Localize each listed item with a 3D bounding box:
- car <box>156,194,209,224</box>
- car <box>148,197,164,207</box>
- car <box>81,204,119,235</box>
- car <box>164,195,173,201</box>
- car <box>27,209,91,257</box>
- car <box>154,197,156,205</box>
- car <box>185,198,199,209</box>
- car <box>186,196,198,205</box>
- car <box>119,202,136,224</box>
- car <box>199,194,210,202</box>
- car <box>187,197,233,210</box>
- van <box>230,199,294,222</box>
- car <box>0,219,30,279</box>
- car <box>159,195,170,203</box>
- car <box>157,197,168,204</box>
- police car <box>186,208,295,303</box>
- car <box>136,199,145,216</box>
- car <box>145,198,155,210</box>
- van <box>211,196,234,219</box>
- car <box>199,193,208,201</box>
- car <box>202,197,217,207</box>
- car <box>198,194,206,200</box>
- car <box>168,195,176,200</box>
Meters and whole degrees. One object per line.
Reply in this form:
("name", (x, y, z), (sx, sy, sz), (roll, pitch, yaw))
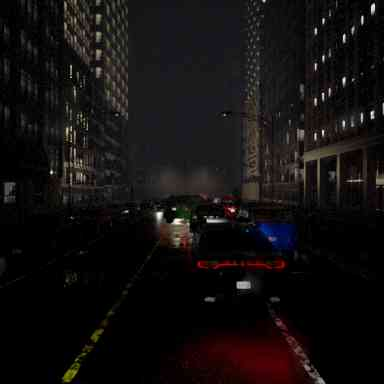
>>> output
("car", (-0.123, 1.214, 24.684), (2.150, 2.045, 5.566), (-1, 0, 24))
("car", (-5.654, 1.538, 52.743), (2.008, 1.369, 4.403), (-1, 0, 0))
("car", (-5.683, 1.540, 18.642), (1.887, 1.381, 4.507), (-1, 0, 0))
("car", (-5.630, 1.504, 80.992), (1.752, 1.417, 4.829), (-1, 0, 0))
("car", (-5.688, 1.563, 12.958), (1.947, 1.339, 4.313), (-1, 0, 0))
("car", (-2.967, 1.517, 38.819), (1.812, 1.442, 4.674), (0, 0, 0))
("car", (0.055, 1.590, 46.021), (1.895, 1.301, 4.718), (0, 0, 1))
("car", (0.049, 1.477, 59.310), (2.128, 1.511, 4.902), (0, 0, 0))
("car", (-5.679, 1.545, 24.325), (2.008, 1.369, 4.403), (-1, 0, 0))
("car", (2.743, 1.296, 75.471), (2.192, 1.841, 5.009), (-1, 0, 0))
("car", (0.913, 1.347, 18.269), (2.097, 1.767, 4.553), (0, 0, 0))
("van", (2.691, 1.338, 12.951), (1.690, 1.788, 3.998), (-1, 0, 0))
("car", (-5.693, 1.549, 7.274), (2.008, 1.369, 4.403), (-1, 0, 0))
("car", (-5.641, 1.422, 69.794), (1.967, 1.590, 4.097), (-1, 0, 0))
("car", (-5.645, 1.566, 64.111), (1.802, 1.307, 4.206), (-1, 0, 0))
("police car", (0.906, 1.423, 8.409), (1.930, 1.638, 5.238), (0, 0, 0))
("car", (-5.673, 1.575, 30.009), (1.802, 1.307, 4.206), (-1, 0, 0))
("car", (-5.664, 1.541, 41.376), (2.008, 1.369, 4.403), (-1, 0, 0))
("van", (2.705, 1.334, 30.002), (1.690, 1.788, 3.998), (-1, 0, 0))
("car", (2.748, 1.294, 81.155), (2.192, 1.841, 5.009), (-1, 0, 0))
("car", (2.726, 1.538, 52.736), (2.008, 1.369, 4.403), (-1, 0, 0))
("car", (2.759, 1.414, 92.522), (1.967, 1.590, 4.097), (-1, 0, 0))
("car", (-5.621, 1.540, 92.529), (1.947, 1.339, 4.313), (-1, 0, 0))
